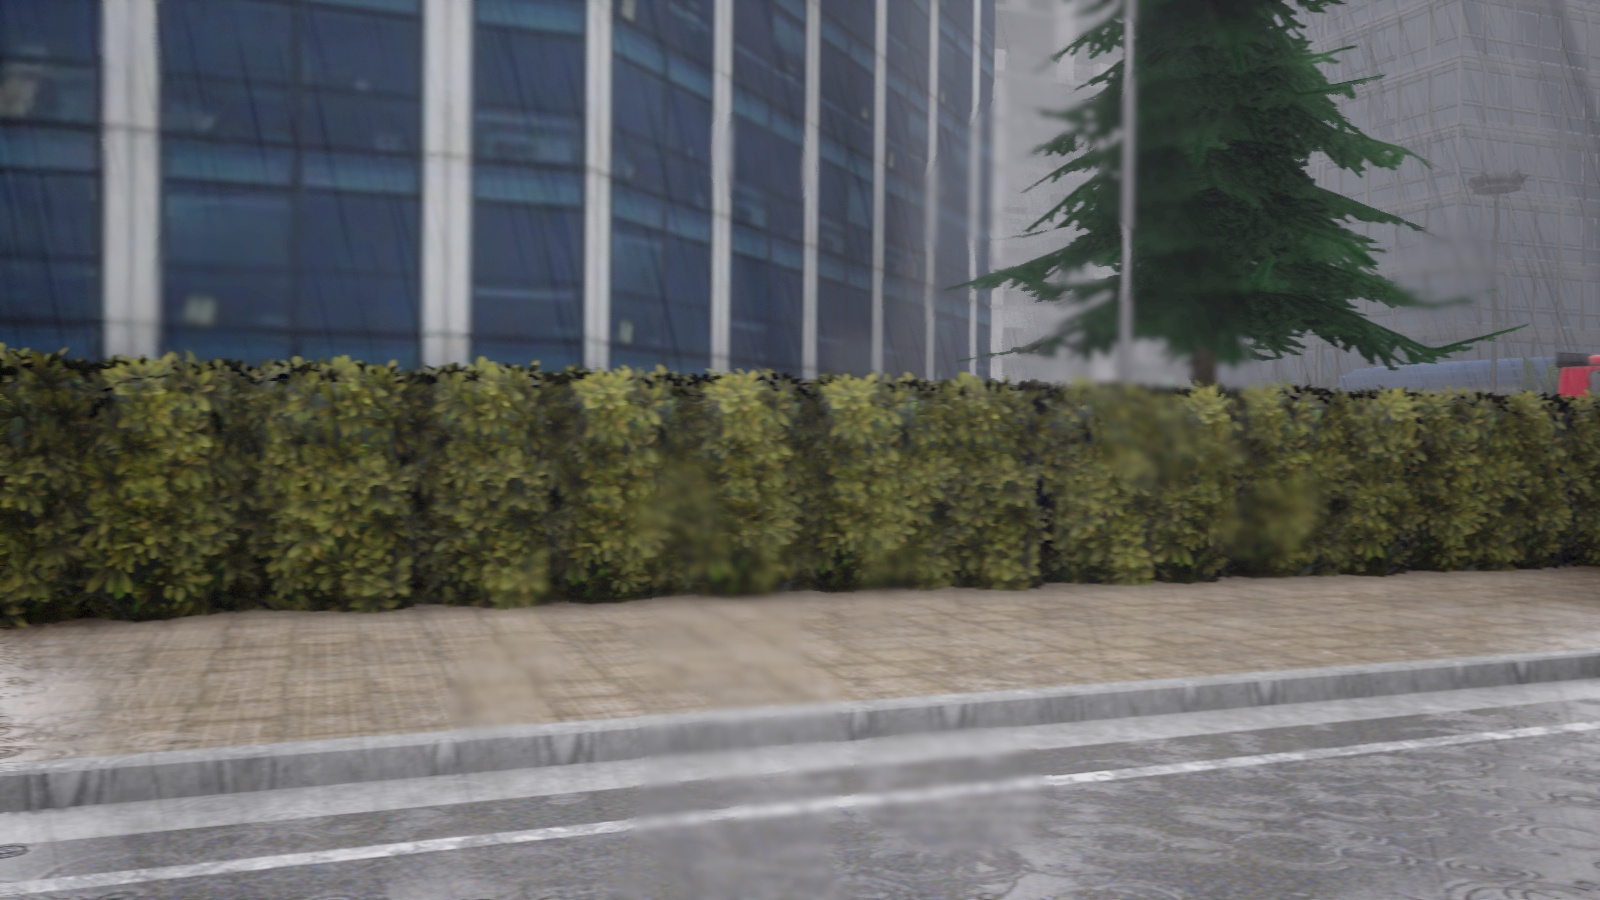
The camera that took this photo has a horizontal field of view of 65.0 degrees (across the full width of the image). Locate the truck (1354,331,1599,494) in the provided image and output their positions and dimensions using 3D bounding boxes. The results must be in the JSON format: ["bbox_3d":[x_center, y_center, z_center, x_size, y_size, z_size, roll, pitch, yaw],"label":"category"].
[{"bbox_3d":[17.315,-0.856,29.751,2.891,3.462,7.936,-1,1,-21],"label":"truck"}]
